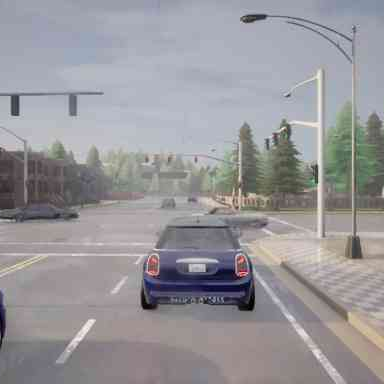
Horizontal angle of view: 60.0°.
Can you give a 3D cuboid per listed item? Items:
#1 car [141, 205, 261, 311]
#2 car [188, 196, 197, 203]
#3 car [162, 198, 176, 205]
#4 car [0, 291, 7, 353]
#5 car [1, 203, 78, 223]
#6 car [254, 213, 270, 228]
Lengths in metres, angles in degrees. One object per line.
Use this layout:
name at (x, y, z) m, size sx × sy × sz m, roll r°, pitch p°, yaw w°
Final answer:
car at (0.162, 1.352, 7.953) m, size 2.097 × 1.767 × 4.553 m, roll 0°, pitch 0°, yaw 2°
car at (0.067, 1.505, 68.241) m, size 1.837 × 1.490 × 4.892 m, roll 0°, pitch 0°, yaw 0°
car at (-3.316, 1.547, 47.926) m, size 2.033 × 1.411 × 5.357 m, roll 0°, pitch 0°, yaw 0°
car at (-3.440, 1.478, 2.501) m, size 1.882 × 1.535 × 5.008 m, roll 0°, pitch 0°, yaw 0°
car at (-11.524, 1.547, 25.471) m, size 5.357 × 1.411 × 2.033 m, roll 0°, pitch 0°, yaw -19°
car at (2.234, 1.601, 20.210) m, size 4.718 × 1.301 × 1.895 m, roll 0°, pitch 0°, yaw 1°
